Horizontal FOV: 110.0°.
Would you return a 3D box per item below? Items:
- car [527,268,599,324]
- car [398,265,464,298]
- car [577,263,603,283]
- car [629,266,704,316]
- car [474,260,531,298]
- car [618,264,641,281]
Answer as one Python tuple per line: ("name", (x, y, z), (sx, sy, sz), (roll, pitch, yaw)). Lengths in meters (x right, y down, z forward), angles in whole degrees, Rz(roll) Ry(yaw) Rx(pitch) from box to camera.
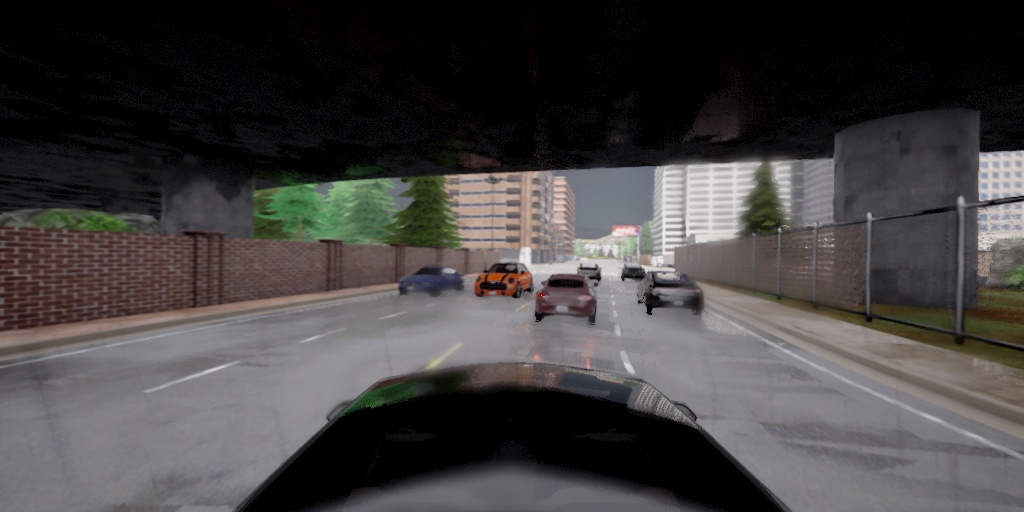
("car", (1.909, 1.300, 12.104), (1.812, 1.442, 4.674), (1, 0, 13))
("car", (-3.929, 1.209, 18.346), (1.812, 1.442, 4.674), (1, 0, 15))
("car", (6.237, 1.324, 29.026), (2.128, 1.511, 4.902), (1, 0, 15))
("car", (5.963, 1.327, 13.944), (2.128, 1.511, 4.902), (1, 0, 14))
("car", (-0.305, 1.089, 18.345), (2.097, 1.767, 4.553), (1, 0, 15))
("car", (10.425, 1.399, 31.212), (1.837, 1.490, 4.892), (1, 0, 15))
